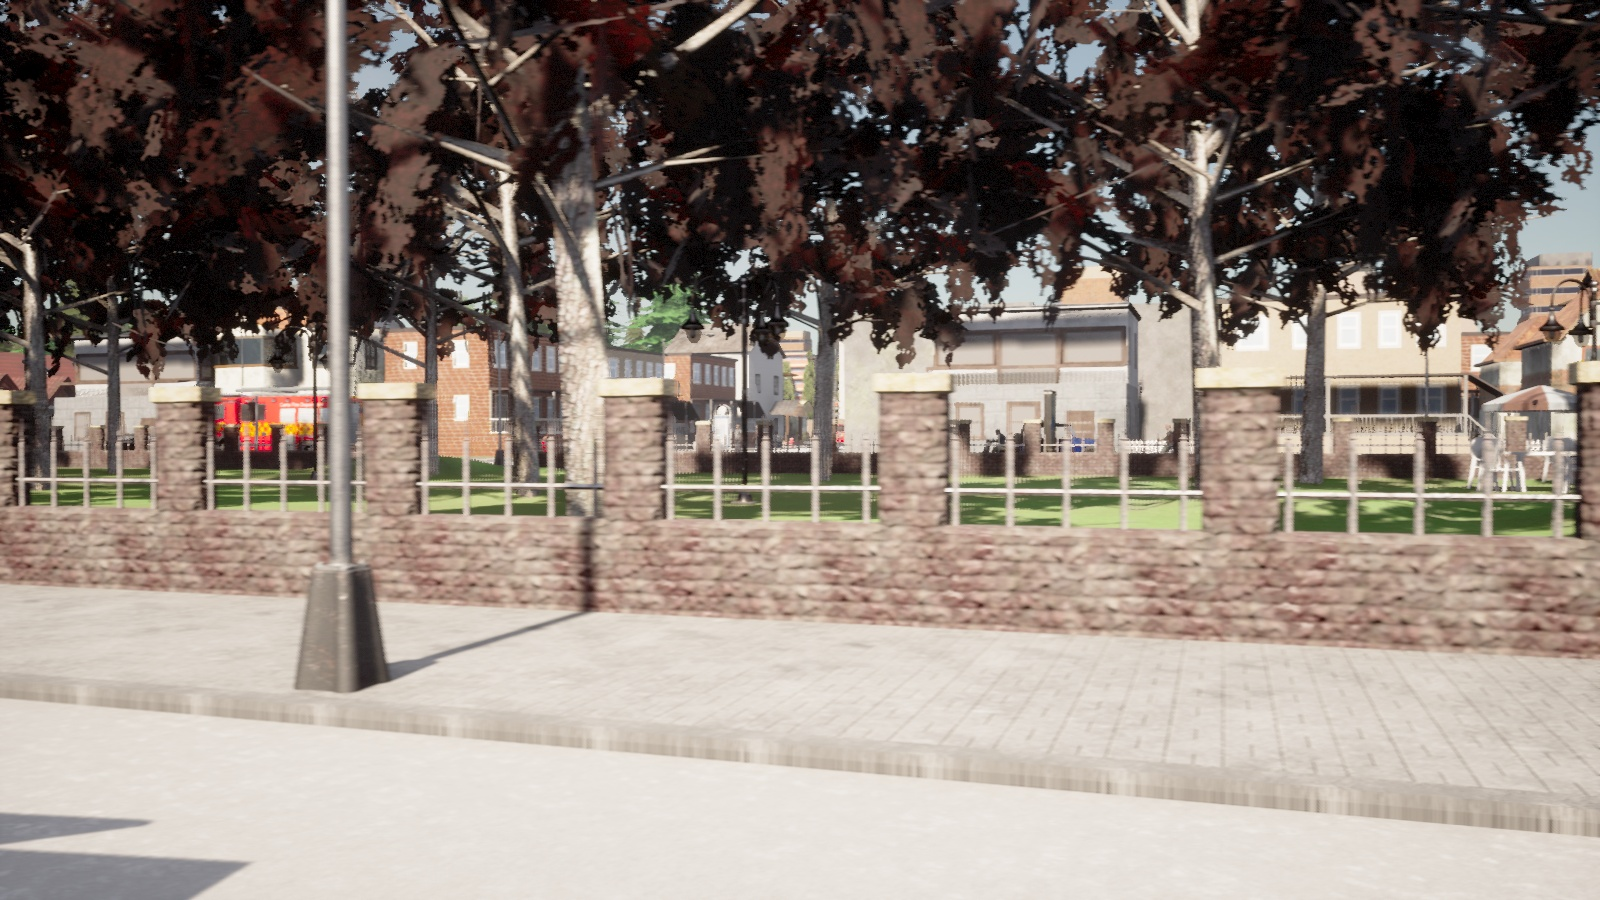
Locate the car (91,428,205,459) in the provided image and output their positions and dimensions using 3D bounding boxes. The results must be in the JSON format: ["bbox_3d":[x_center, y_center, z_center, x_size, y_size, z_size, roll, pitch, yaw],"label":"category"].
[{"bbox_3d":[-32.371,-0.333,62.358,4.902,1.511,2.128,0,1,16],"label":"car"}]

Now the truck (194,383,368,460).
[{"bbox_3d":[-26.731,-1.470,64.678,8.468,3.827,2.891,1,1,19],"label":"truck"}]

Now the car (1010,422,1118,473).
[{"bbox_3d":[10.122,-0.109,48.078,3.866,1.878,1.905,1,1,19],"label":"car"}]
